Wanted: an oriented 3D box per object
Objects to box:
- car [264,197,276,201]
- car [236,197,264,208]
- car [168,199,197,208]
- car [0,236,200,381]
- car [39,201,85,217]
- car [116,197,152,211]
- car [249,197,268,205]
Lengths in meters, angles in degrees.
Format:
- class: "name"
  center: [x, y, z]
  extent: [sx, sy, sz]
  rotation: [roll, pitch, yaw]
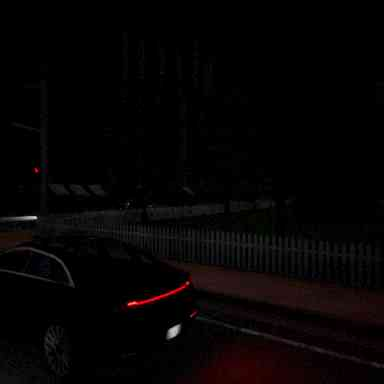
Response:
- class: "car"
  center: [15.256, 1.547, 59.860]
  extent: [2.033, 1.411, 5.357]
  rotation: [0, 0, 34]
- class: "car"
  center: [8.374, 1.547, 49.652]
  extent: [2.033, 1.411, 5.357]
  rotation: [0, 0, 34]
- class: "car"
  center: [-1.357, 1.601, 48.083]
  extent: [1.895, 1.301, 4.718]
  rotation: [0, 0, 34]
- class: "car"
  center: [-2.186, 1.492, 5.502]
  extent: [4.902, 1.511, 2.128]
  rotation: [0, 0, 36]
- class: "car"
  center: [-12.336, 1.564, 31.841]
  extent: [1.994, 1.385, 4.181]
  rotation: [0, 0, 34]
- class: "car"
  center: [-6.918, 1.352, 39.863]
  extent: [2.097, 1.767, 4.553]
  rotation: [0, 0, 34]
- class: "car"
  center: [12.378, 1.601, 61.847]
  extent: [1.895, 1.301, 4.718]
  rotation: [0, 0, 34]
